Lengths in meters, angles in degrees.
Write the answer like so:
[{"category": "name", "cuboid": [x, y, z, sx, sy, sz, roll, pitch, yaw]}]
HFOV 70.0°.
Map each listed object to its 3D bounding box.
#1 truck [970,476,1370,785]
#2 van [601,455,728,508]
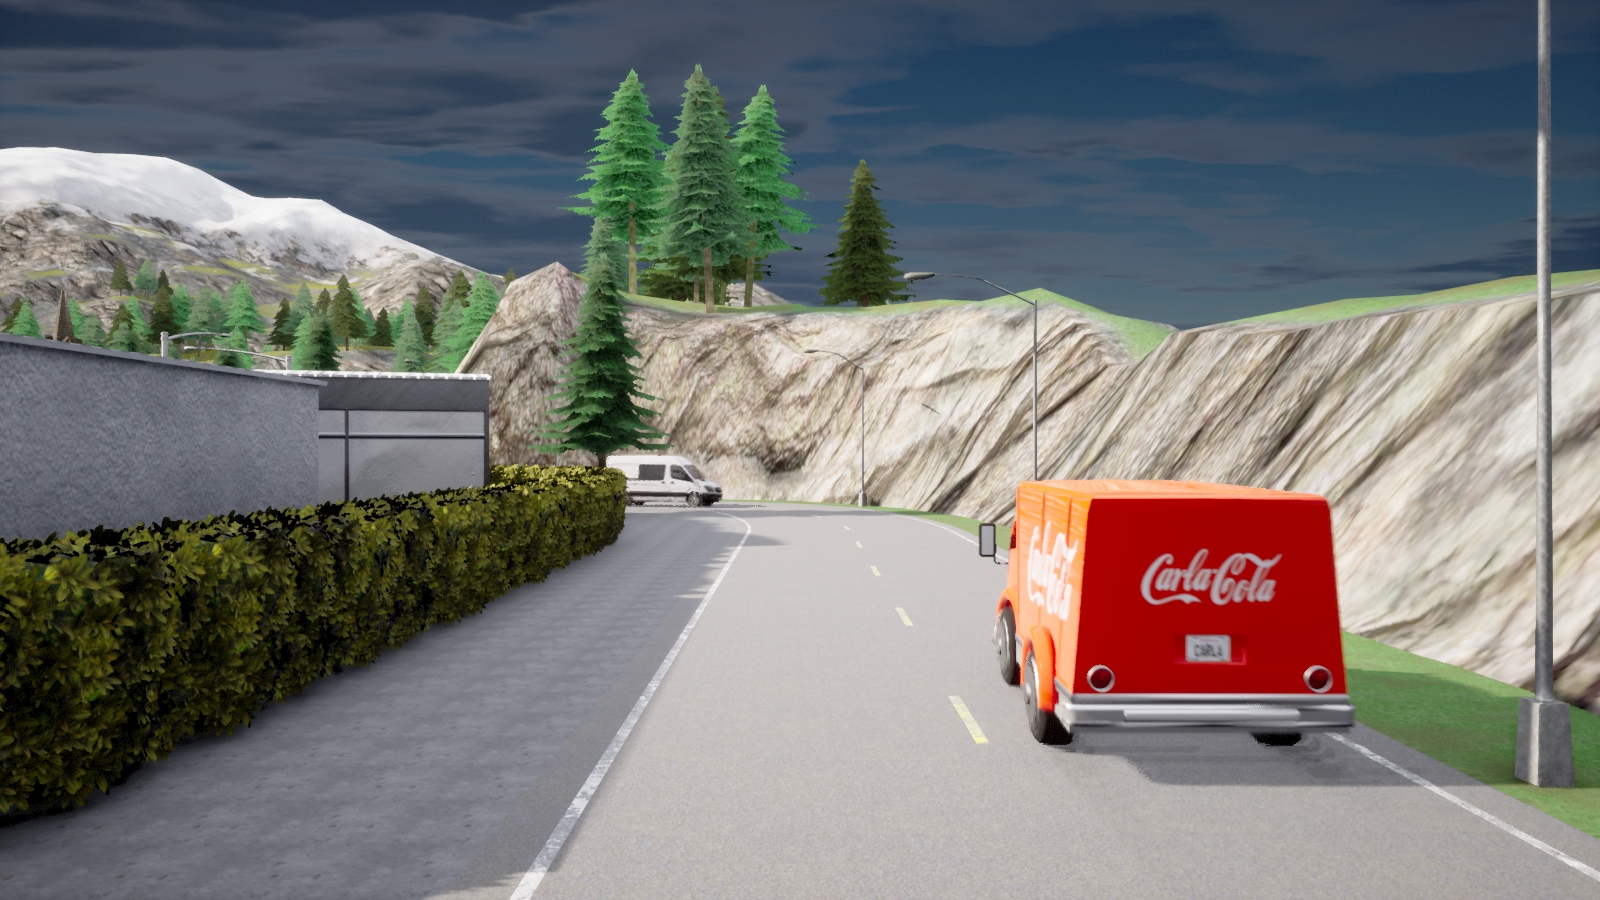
[{"category": "truck", "cuboid": [3.479, 1.564, 12.160, 2.627, 2.467, 5.204, 0, 0, 1]}, {"category": "van", "cuboid": [-6.706, 1.533, 56.511, 5.915, 2.561, 1.988, 0, -1, 16]}]
